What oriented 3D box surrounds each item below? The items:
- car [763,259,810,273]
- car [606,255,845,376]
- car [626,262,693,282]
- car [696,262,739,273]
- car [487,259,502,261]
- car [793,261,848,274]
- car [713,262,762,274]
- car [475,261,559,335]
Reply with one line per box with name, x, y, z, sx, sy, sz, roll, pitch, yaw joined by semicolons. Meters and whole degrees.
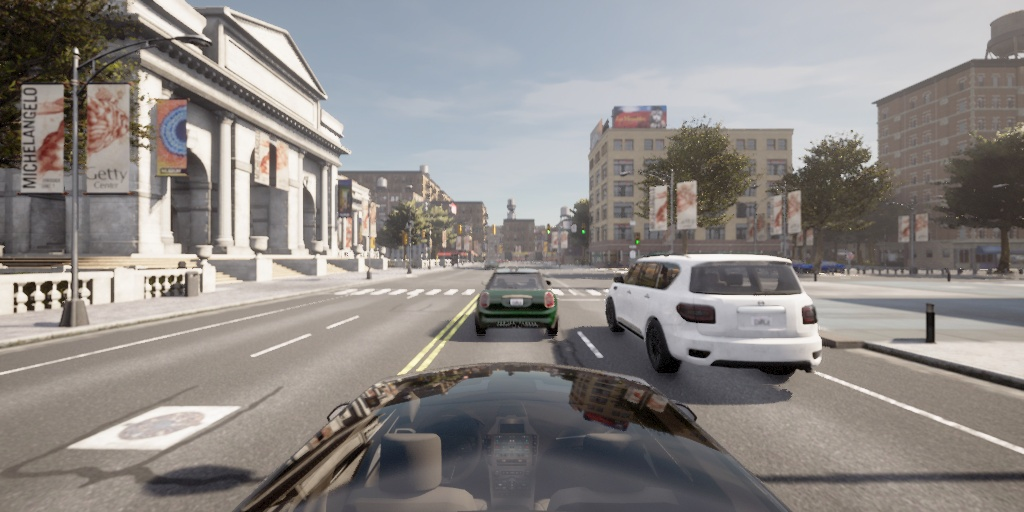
car;35.899;1.299;46.944;4.553;1.767;2.097;0;0;1
car;3.585;0.999;7.660;2.150;2.045;5.566;0;0;2
car;12.760;1.371;31.166;5.008;1.535;1.882;0;1;-3
car;26.885;1.472;47.010;4.674;1.442;1.812;0;0;0
car;-2.991;1.272;53.339;2.097;1.767;4.553;0;-1;1
car;37.315;1.408;43.419;5.008;1.535;1.882;0;0;1
car;27.297;1.436;43.504;4.892;1.490;1.837;0;0;1
car;0.144;1.141;10.770;2.097;1.767;4.553;0;0;1
